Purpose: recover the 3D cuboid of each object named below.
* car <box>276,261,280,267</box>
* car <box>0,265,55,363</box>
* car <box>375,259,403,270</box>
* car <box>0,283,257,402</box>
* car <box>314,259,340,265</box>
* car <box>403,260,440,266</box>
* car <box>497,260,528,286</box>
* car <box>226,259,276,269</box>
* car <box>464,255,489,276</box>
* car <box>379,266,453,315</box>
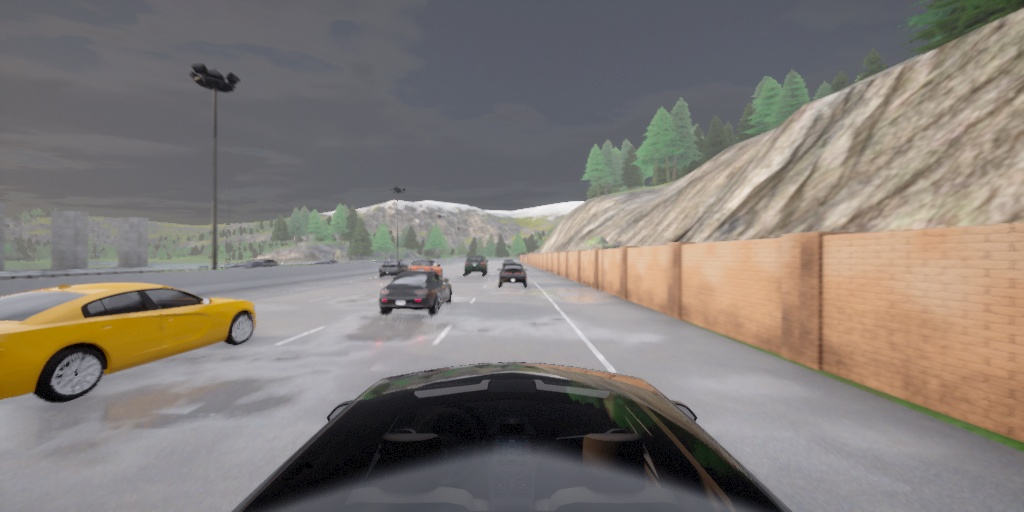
[{"bbox_3d":[-32.067,1.142,46.115,1.837,1.490,4.892,0,0,-1],"label":"car"},{"bbox_3d":[-10.409,1.067,5.056,2.097,1.767,4.553,0,0,0],"label":"car"},{"bbox_3d":[-10.594,1.199,32.760,2.128,1.511,4.902,0,0,-1],"label":"car"},{"bbox_3d":[-6.915,1.204,6.366,1.882,1.535,5.008,0,0,0],"label":"car"},{"bbox_3d":[-28.775,1.216,56.084,2.033,1.411,5.357,0,0,-1],"label":"car"},{"bbox_3d":[-7.044,1.071,29.408,2.097,1.767,4.553,0,0,-1],"label":"car"},{"bbox_3d":[0.029,1.249,24.998,1.837,1.490,4.892,0,0,-1],"label":"car"},{"bbox_3d":[-24.792,1.226,33.753,1.994,1.385,4.181,0,0,-1],"label":"car"},{"bbox_3d":[-3.654,0.950,37.009,2.150,2.045,5.566,0,0,-2],"label":"car"},{"bbox_3d":[-3.411,1.261,13.290,1.812,1.442,4.674,0,0,0],"label":"car"}]
